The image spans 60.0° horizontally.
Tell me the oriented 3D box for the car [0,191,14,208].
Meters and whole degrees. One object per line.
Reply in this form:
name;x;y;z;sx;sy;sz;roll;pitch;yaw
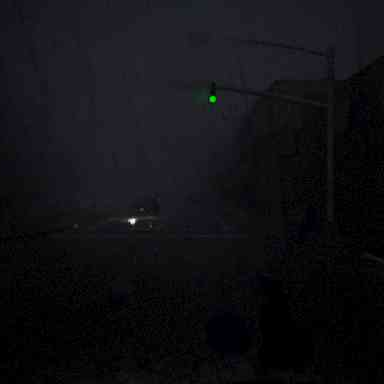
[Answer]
car;-18.913;0.864;30.766;2.007;1.523;4.514;0;1;0

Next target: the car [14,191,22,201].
car;-25.936;0.571;49.237;1.970;1.475;3.806;0;1;0

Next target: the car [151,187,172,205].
car;-3.553;0.433;39.405;2.150;2.045;5.566;0;1;0

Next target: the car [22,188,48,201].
car;-22.610;0.299;48.628;1.905;1.878;3.866;0;1;0

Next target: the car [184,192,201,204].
car;0.114;0.682;40.352;2.128;1.511;4.902;0;1;0

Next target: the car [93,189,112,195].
car;-22.144;0.047;82.632;4.611;1.667;2.242;0;1;0

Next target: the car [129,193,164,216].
car;-3.582;1.034;25.837;1.994;1.385;4.181;0;1;0
